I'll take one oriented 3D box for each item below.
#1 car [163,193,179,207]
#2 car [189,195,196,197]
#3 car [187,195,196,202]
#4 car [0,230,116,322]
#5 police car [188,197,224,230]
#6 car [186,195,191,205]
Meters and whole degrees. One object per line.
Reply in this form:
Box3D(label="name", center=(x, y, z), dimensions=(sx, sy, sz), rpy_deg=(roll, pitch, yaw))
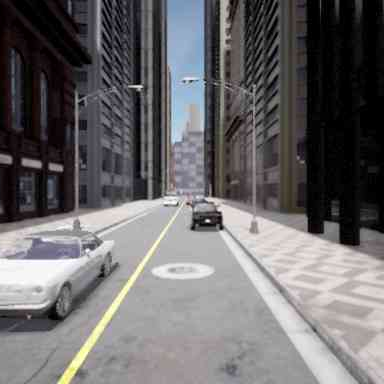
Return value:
Box3D(label="car", center=(-3.141, 1.139, 50.750), dimensions=(2.150, 2.045, 5.566), rpy_deg=(0, 0, 0))
Box3D(label="car", center=(0.843, 1.435, 36.751), dimensions=(1.837, 1.490, 4.892), rpy_deg=(0, 0, 0))
Box3D(label="car", center=(-0.109, 1.331, 71.528), dimensions=(1.994, 1.385, 4.181), rpy_deg=(0, 0, 0))
Box3D(label="car", center=(-3.114, 1.582, 7.321), dimensions=(1.895, 1.301, 4.718), rpy_deg=(0, 0, 0))
Box3D(label="police car", center=(0.868, 1.378, 20.860), dimensions=(1.930, 1.638, 5.238), rpy_deg=(0, 0, 0))
Box3D(label="car", center=(-0.084, 1.516, 54.961), dimensions=(1.895, 1.301, 4.718), rpy_deg=(0, 0, 0))
